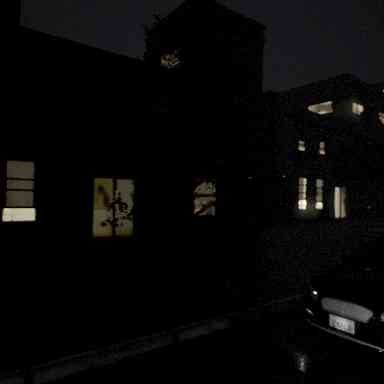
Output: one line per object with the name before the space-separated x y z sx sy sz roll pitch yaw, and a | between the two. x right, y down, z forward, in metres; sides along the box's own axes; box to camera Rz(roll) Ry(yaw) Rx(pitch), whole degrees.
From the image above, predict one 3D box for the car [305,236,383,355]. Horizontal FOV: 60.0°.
car | 4.031 1.566 5.992 4.902 1.511 2.128 1 0 -36
